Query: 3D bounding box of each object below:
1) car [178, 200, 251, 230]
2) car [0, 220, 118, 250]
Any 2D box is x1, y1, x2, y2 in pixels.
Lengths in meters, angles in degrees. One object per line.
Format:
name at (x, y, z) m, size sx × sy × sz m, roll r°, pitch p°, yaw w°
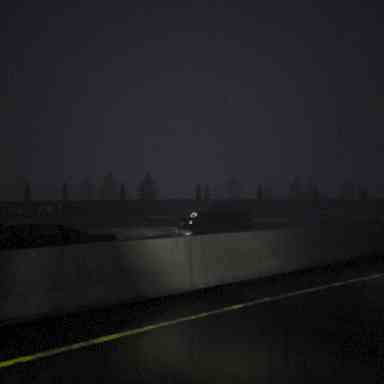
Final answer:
car at (1.390, 1.320, 20.812) m, size 4.553 × 1.767 × 2.097 m, roll 0°, pitch 0°, yaw -28°
car at (-4.680, 1.515, 9.126) m, size 5.357 × 1.411 × 2.033 m, roll 0°, pitch 0°, yaw -34°
